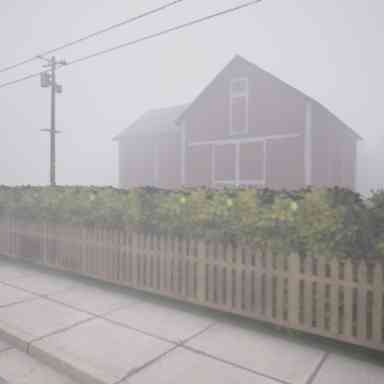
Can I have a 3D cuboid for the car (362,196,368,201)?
[{"bbox_3d":[21.135,1.221,41.031,4.193,1.474,1.816,1,-5,34],"label":"car"}]
